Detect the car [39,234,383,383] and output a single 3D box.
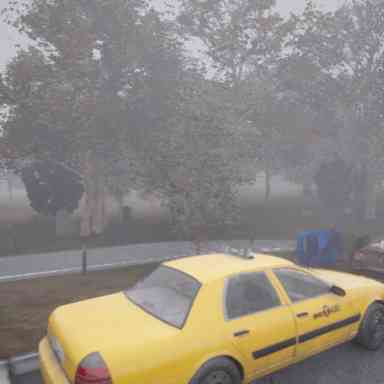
[{"bbox_3d":[0.851,1.511,4.652,5.366,1.575,1.946,0,0,-33],"label":"car"}]
